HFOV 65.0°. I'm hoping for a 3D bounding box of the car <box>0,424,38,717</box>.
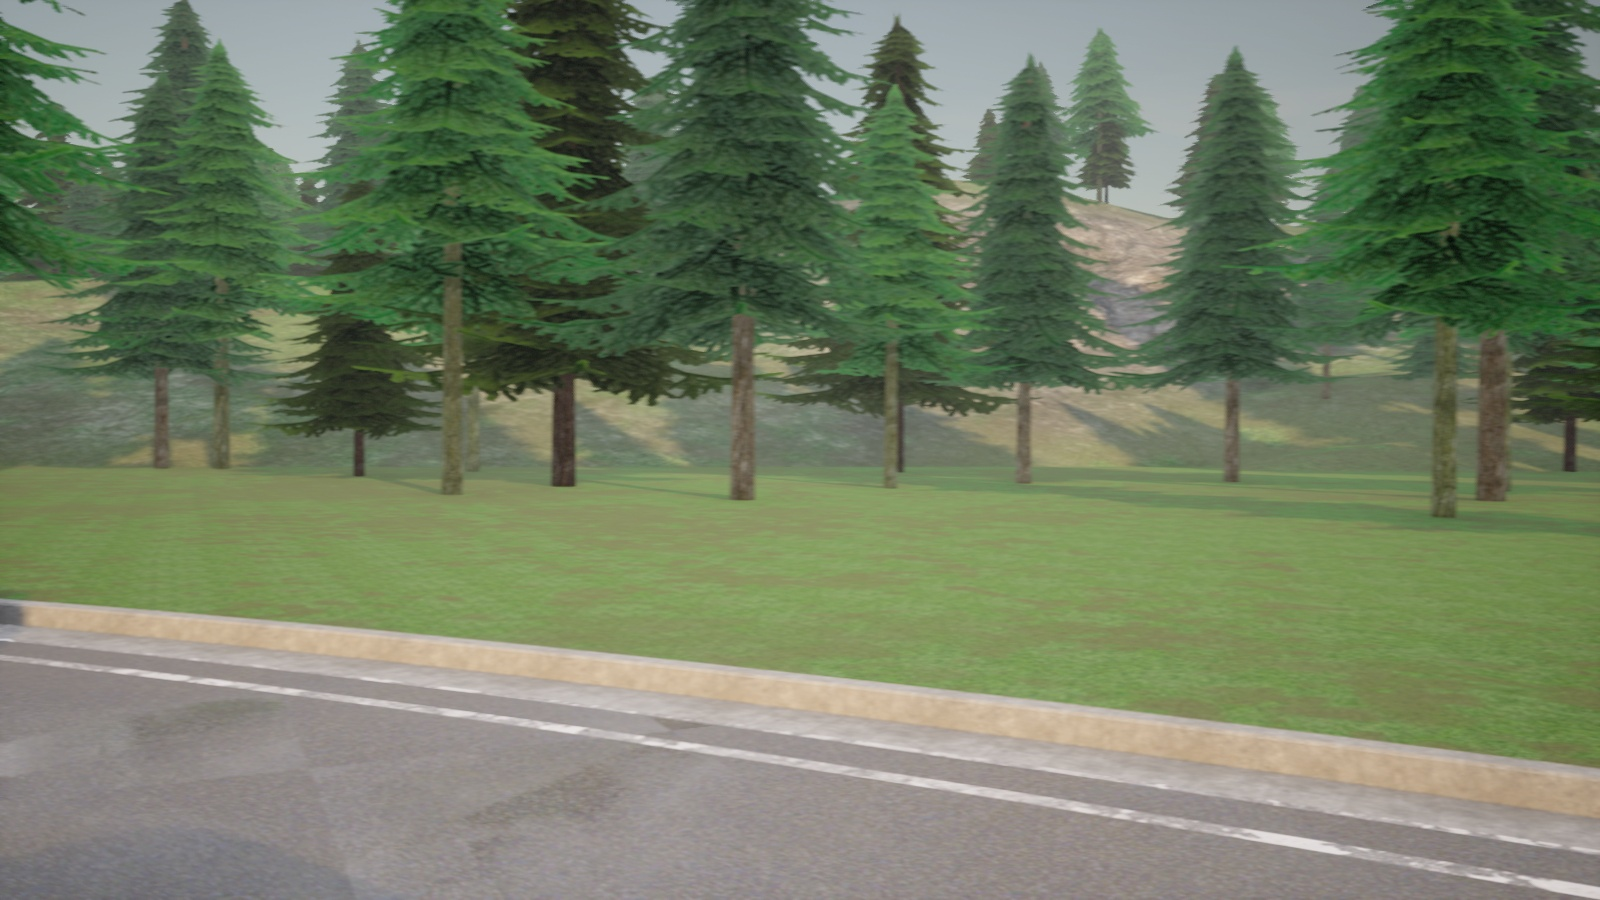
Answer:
[{"bbox_3d":[-6.566,0.649,6.646,4.514,1.525,2.007,0,1,22],"label":"car"}]
